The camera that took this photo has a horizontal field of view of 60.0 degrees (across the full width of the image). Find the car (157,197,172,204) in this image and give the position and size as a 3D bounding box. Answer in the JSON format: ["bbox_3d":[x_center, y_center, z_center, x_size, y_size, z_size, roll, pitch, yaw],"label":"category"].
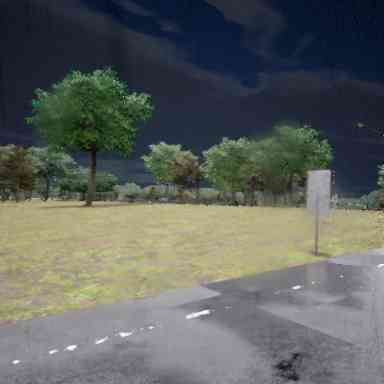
[{"bbox_3d":[-5.728,1.802,69.597,1.994,1.385,4.181,3,-3,-30],"label":"car"}]
